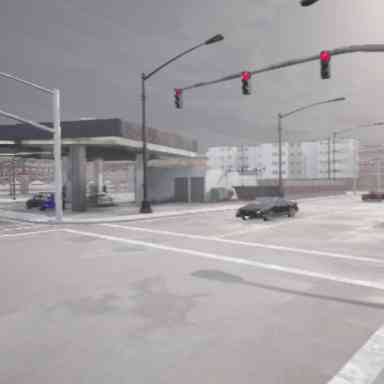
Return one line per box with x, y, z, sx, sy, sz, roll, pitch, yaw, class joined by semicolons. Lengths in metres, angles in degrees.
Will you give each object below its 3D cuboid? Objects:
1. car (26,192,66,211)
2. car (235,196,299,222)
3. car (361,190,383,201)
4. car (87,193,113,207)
-13.564;0.799;30.780;4.611;1.667;2.242;0;2;44;car
4.919;0.997;21.114;2.033;1.411;5.357;0;2;42;car
21.654;0.399;39.469;1.895;1.301;4.718;0;2;43;car
-10.182;0.806;35.489;3.806;1.475;1.970;0;2;44;car
